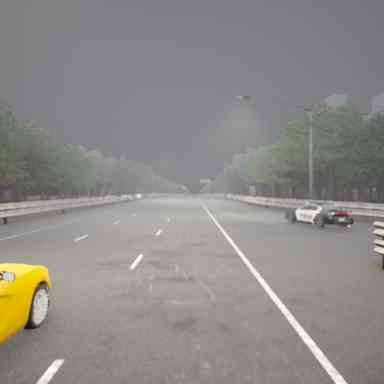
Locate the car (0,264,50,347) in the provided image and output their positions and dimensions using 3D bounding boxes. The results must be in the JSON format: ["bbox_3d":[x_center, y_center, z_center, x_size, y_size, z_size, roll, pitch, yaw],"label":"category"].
[{"bbox_3d":[-3.402,1.469,3.841,1.882,1.535,5.008,0,0,0],"label":"car"}]

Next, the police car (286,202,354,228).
[{"bbox_3d":[8.084,1.442,21.825,2.038,1.542,4.974,0,0,-17],"label":"police car"}]
